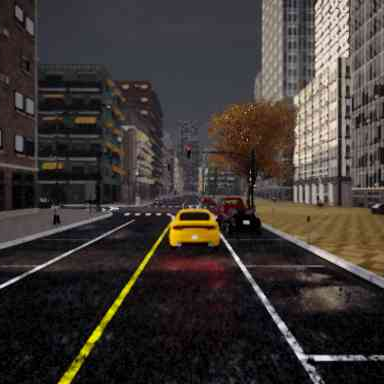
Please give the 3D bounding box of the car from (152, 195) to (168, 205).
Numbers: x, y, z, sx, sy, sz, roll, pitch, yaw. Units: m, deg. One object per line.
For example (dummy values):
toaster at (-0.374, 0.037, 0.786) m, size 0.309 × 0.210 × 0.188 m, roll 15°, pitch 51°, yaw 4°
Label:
car at (-5.681, 1.484, 56.464) m, size 2.008 × 1.369 × 4.403 m, roll 0°, pitch 0°, yaw 0°

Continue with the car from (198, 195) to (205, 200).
car at (2.703, 1.451, 95.362) m, size 1.752 × 1.417 × 4.829 m, roll 0°, pitch 0°, yaw 0°

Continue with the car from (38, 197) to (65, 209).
car at (-16.420, 1.289, 37.059) m, size 4.403 × 1.369 × 2.008 m, roll 1°, pitch -1°, yaw -1°

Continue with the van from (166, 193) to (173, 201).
van at (-5.678, 1.267, 84.128) m, size 1.690 × 1.788 × 3.998 m, roll 0°, pitch 0°, yaw 0°

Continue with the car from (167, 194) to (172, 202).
car at (-5.680, 1.479, 67.530) m, size 2.008 × 1.369 × 4.403 m, roll 0°, pitch 0°, yaw 0°

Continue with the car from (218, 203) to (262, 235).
car at (2.695, 1.538, 18.552) m, size 1.947 × 1.339 × 4.313 m, roll 0°, pitch 0°, yaw 0°

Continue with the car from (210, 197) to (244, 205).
car at (2.696, 1.280, 24.075) m, size 2.192 × 1.841 × 5.009 m, roll 0°, pitch 0°, yaw 0°

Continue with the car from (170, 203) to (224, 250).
car at (0.103, 1.456, 14.306) m, size 1.882 × 1.535 × 5.008 m, roll 0°, pitch 0°, yaw 0°

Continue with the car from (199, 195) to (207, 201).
car at (2.702, 1.508, 84.126) m, size 1.802 × 1.307 × 4.206 m, roll 0°, pitch 0°, yaw 0°

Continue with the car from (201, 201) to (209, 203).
car at (0.105, 1.565, 24.575) m, size 1.895 × 1.301 × 4.718 m, roll 0°, pitch 0°, yaw 0°

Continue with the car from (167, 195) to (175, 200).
car at (-5.677, 1.508, 89.660) m, size 1.802 × 1.307 × 4.206 m, roll 0°, pitch 0°, yaw 0°

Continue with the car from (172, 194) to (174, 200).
car at (-5.679, 1.367, 78.595) m, size 1.967 × 1.590 × 4.097 m, roll 0°, pitch 0°, yaw 0°

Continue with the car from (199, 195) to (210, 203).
car at (2.699, 1.478, 56.463) m, size 1.887 × 1.381 × 4.507 m, roll 0°, pitch 0°, yaw 0°
